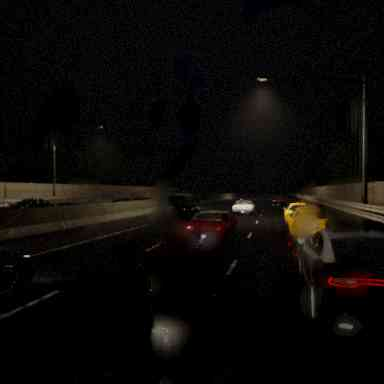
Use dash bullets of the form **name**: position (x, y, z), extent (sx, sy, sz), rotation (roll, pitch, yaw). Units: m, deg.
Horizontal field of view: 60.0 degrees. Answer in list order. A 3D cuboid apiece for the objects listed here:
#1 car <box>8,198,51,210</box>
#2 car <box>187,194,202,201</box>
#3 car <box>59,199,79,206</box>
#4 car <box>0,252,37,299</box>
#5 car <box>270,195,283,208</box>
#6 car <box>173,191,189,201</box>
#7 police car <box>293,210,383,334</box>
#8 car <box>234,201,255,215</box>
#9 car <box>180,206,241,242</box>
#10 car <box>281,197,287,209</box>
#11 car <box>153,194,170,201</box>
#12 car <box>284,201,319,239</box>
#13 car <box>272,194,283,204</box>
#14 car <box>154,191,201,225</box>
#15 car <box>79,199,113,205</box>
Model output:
- **car**: position (-16.417, 1.411, 33.859), extent (1.837, 1.490, 4.892), rotation (0, 0, 14)
- **car**: position (0.572, 1.160, 72.903), extent (2.033, 1.411, 5.357), rotation (0, 0, 14)
- **car**: position (-12.416, 1.459, 35.448), extent (1.994, 1.385, 4.181), rotation (0, 0, 14)
- **car**: position (-5.176, 1.539, 5.635), extent (2.033, 1.411, 5.357), rotation (0, 0, 14)
- **car**: position (11.310, 1.308, 43.400), extent (2.128, 1.511, 4.902), rotation (0, 1, 14)
- **car**: position (-2.480, 0.852, 75.139), extent (2.150, 2.045, 5.566), rotation (0, 0, 14)
- **police car**: position (3.357, 1.421, 7.006), extent (1.930, 1.638, 5.238), rotation (0, 0, 14)
- **car**: position (5.230, 1.499, 33.073), extent (1.895, 1.301, 4.718), rotation (0, 0, 14)
- **car**: position (1.064, 1.577, 16.258), extent (1.895, 1.301, 4.718), rotation (0, 0, 14)
- **car**: position (7.223, 1.409, 22.613), extent (1.801, 1.575, 5.366), rotation (0, 0, 14)
- **car**: position (-6.623, 1.169, 72.969), extent (2.033, 1.411, 5.357), rotation (0, 0, 14)
- **car**: position (5.781, 1.431, 16.789), extent (1.801, 1.575, 5.366), rotation (0, 0, 14)
- **car**: position (14.656, 1.209, 56.979), extent (1.837, 1.490, 4.892), rotation (0, 0, 14)
- **car**: position (-0.786, 1.173, 23.334), extent (2.150, 2.045, 5.566), rotation (0, 0, 14)
- **car**: position (-9.209, 1.467, 33.845), extent (1.994, 1.385, 4.181), rotation (0, 0, 14)
